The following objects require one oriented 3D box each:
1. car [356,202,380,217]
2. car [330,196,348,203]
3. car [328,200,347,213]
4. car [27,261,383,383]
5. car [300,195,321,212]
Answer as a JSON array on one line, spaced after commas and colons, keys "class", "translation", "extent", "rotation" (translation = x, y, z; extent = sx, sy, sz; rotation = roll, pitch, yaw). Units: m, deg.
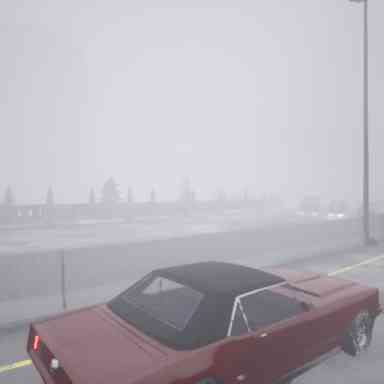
[{"class": "car", "translation": [18.148, 1.748, 34.145], "extent": [2.033, 1.411, 5.357], "rotation": [0, 0, 32]}, {"class": "car", "translation": [32.144, 1.561, 72.851], "extent": [2.128, 1.511, 4.902], "rotation": [0, 0, 7]}, {"class": "car", "translation": [17.797, 1.728, 40.507], "extent": [2.128, 1.511, 4.902], "rotation": [0, -1, 29]}, {"class": "car", "translation": [0.586, 1.626, 4.376], "extent": [4.718, 1.301, 1.895], "rotation": [0, 0, -37]}, {"class": "car", "translation": [15.710, 1.474, 43.897], "extent": [2.150, 2.045, 5.566], "rotation": [0, 0, 28]}]
